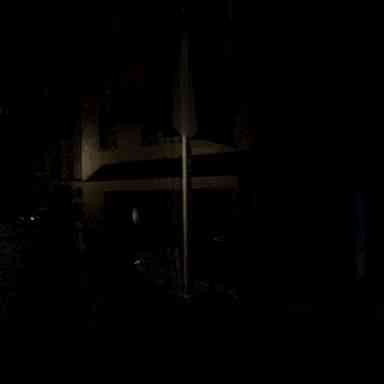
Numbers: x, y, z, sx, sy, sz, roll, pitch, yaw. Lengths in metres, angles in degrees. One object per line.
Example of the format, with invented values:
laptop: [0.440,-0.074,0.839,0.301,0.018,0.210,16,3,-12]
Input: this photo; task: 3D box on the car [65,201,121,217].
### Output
car: [-9.910,1.694,33.808,2.033,1.411,5.357,-1,-1,36]

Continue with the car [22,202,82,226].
car: [-9.056,1.550,23.560,1.812,1.442,4.674,-1,-1,36]

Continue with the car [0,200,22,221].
car: [-15.444,1.466,26.122,2.097,1.767,4.553,-1,-1,36]

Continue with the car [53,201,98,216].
car: [-12.452,1.757,35.837,1.994,1.385,4.181,-1,-1,36]
